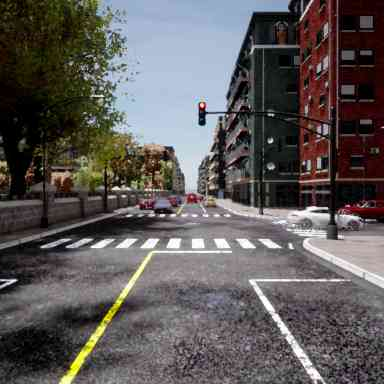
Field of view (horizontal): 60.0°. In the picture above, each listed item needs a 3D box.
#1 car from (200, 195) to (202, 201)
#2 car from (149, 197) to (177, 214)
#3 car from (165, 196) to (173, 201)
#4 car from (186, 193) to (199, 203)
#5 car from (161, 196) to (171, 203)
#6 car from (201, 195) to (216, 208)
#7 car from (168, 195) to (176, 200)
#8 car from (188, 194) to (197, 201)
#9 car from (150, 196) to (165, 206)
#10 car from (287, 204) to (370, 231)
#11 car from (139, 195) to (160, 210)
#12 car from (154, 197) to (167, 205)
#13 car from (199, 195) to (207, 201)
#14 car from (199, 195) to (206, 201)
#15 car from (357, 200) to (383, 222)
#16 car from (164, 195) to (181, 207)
[{"bbox_3d":[2.718,1.562,55.003,1.887,1.381,4.507,0,0,0],"label":"car"},{"bbox_3d":[-3.025,1.552,35.748,2.033,1.411,5.357,0,0,-1],"label":"car"},{"bbox_3d":[-5.647,1.624,82.683,1.802,1.307,4.206,0,0,0],"label":"car"},{"bbox_3d":[0.039,1.251,69.281,2.150,2.045,5.566,0,0,0],"label":"car"},{"bbox_3d":[-5.654,1.613,71.612,1.802,1.307,4.206,0,0,0],"label":"car"},{"bbox_3d":[2.715,1.538,49.638,1.752,1.417,4.829,0,0,0],"label":"car"},{"bbox_3d":[-5.642,1.580,93.583,1.752,1.417,4.829,0,0,0],"label":"car"},{"bbox_3d":[0.044,1.306,79.641,2.097,1.767,4.553,0,0,0],"label":"car"},{"bbox_3d":[-5.663,1.457,55.007,1.967,1.590,4.097,0,0,0],"label":"car"},{"bbox_3d":[8.646,1.701,21.805,4.674,1.442,1.812,2,1,6],"label":"car"},{"bbox_3d":[-5.669,1.324,43.937,2.192,1.841,5.009,0,0,0],"label":"car"},{"bbox_3d":[-5.660,1.566,60.542,1.887,1.381,4.507,0,0,0],"label":"car"},{"bbox_3d":[2.733,1.587,82.679,1.887,1.381,4.507,0,0,0],"label":"car"},{"bbox_3d":[2.736,1.593,88.214,1.887,1.381,4.507,0,0,0],"label":"car"},{"bbox_3d":[14.631,1.591,27.353,5.009,1.841,2.192,1,-1,0],"label":"car"},{"bbox_3d":[-3.067,1.490,49.322,1.882,1.535,5.008,0,0,0],"label":"car"}]
